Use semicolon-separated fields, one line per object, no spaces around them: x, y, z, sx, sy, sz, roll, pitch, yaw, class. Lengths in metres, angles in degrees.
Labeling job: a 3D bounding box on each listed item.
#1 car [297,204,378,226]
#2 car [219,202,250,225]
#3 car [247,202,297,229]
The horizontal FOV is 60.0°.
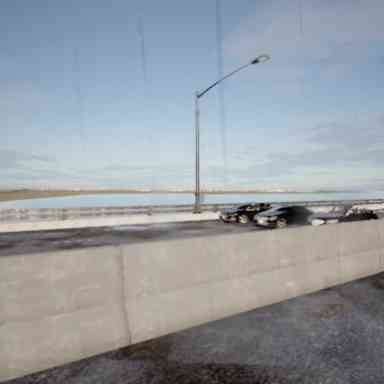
8.432;1.461;18.523;4.902;1.511;2.128;0;0;-35;car
4.160;1.474;24.077;4.892;1.490;1.837;0;0;-35;car
5.992;1.496;21.087;4.674;1.442;1.812;0;0;-35;car
